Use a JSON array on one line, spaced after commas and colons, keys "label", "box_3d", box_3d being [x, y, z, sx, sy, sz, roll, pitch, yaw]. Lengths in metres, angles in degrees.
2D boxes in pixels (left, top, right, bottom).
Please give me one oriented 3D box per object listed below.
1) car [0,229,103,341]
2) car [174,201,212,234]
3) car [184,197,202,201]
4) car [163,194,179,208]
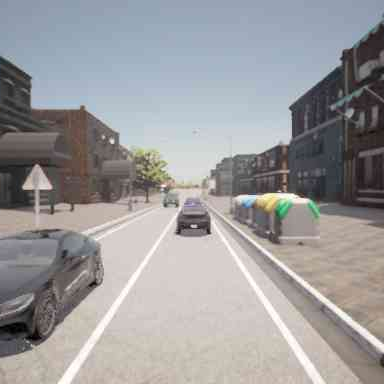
[{"label": "car", "box_3d": [-3.102, 1.520, 6.624, 1.812, 1.442, 4.674, 0, 0, 0]}, {"label": "car", "box_3d": [0.095, 1.483, 19.213, 1.837, 1.490, 4.892, 0, 0, 0]}, {"label": "car", "box_3d": [0.093, 1.342, 38.309, 2.097, 1.767, 4.553, 0, 0, 0]}, {"label": "car", "box_3d": [-3.073, 1.256, 50.071, 2.150, 2.045, 5.566, 0, -1, 0]}]
